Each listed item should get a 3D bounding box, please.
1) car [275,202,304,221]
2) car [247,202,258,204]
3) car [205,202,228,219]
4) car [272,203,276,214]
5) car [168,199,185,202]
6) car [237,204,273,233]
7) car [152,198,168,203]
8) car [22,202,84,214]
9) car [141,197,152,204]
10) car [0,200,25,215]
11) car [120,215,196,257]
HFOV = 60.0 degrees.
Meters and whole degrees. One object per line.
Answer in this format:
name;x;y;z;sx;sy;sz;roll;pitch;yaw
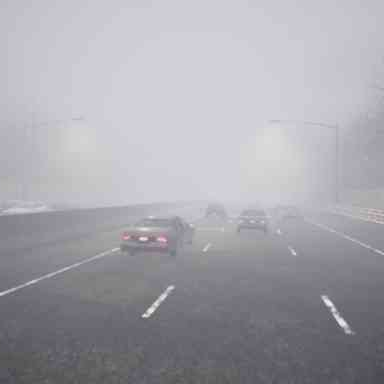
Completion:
car;9.157;1.893;30.781;2.033;1.411;5.357;1;0;11
car;7.342;1.940;40.078;2.033;1.411;5.357;1;-1;11
car;2.479;1.779;33.058;1.837;1.490;4.892;1;0;11
car;11.184;1.985;42.011;1.812;1.442;4.674;1;0;11
car;-2.467;2.023;64.594;2.033;1.411;5.357;1;-1;11
car;3.834;1.753;21.162;2.033;1.411;5.357;1;0;11
car;-5.684;1.941;66.419;2.128;1.511;4.902;1;-1;11
car;-9.892;1.599;25.035;2.033;1.411;5.357;1;0;11
car;-8.883;1.856;68.279;1.882;1.535;5.008;1;0;11
car;-13.139;1.547;26.714;1.812;1.442;4.674;1;0;11
car;-1.152;1.631;13.489;2.033;1.411;5.357;1;0;11
